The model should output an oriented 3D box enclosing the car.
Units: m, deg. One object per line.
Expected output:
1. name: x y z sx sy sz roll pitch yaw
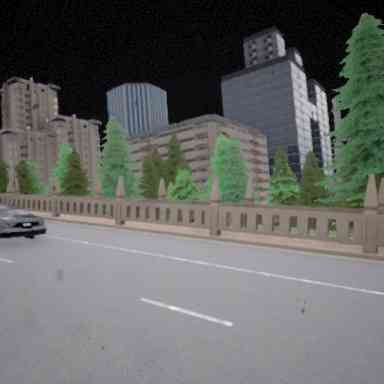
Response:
1. car: -8.412 1.257 14.288 5.357 1.411 2.033 1 1 35
